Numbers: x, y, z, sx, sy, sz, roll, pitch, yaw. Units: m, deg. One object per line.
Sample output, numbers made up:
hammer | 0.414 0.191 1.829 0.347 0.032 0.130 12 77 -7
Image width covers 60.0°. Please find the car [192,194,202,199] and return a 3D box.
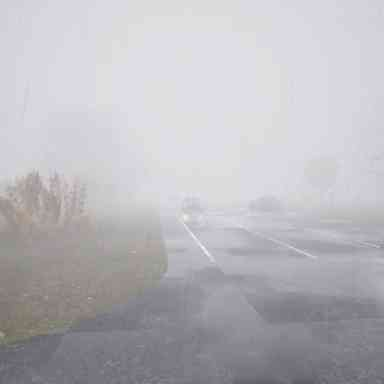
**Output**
car | 1.288 1.167 86.826 1.994 1.385 4.181 0 0 -6

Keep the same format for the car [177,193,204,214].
car | -0.023 1.237 33.862 2.097 1.767 4.553 0 0 -6

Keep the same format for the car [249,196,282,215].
car | 7.140 1.212 32.765 2.097 1.767 4.553 0 0 -6

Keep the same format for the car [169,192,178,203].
car | -3.352 1.095 64.271 2.097 1.767 4.553 0 0 -4

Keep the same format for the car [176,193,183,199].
car | -3.438 1.081 92.960 1.882 1.535 5.008 0 0 1
